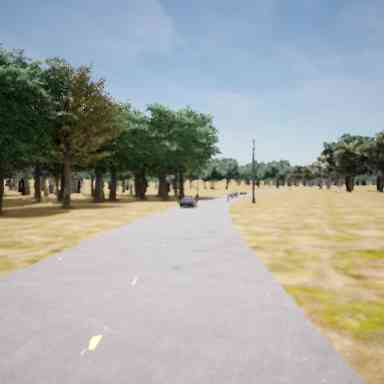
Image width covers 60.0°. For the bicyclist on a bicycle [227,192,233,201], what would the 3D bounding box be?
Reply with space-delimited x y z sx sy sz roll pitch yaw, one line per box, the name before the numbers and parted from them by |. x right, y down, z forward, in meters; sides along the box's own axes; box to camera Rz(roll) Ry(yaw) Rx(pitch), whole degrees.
bicyclist on a bicycle | 6.939 0.930 63.590 0.582 1.620 1.656 1 1 11

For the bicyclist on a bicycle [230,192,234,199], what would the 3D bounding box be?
bicyclist on a bicycle | 8.752 0.784 72.483 0.866 1.612 1.509 1 1 12

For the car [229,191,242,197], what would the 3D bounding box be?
car | 10.740 0.483 85.100 2.128 1.511 4.902 1 1 15

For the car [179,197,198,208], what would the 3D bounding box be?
car | -0.434 1.328 41.731 1.895 1.301 4.718 0 1 7
